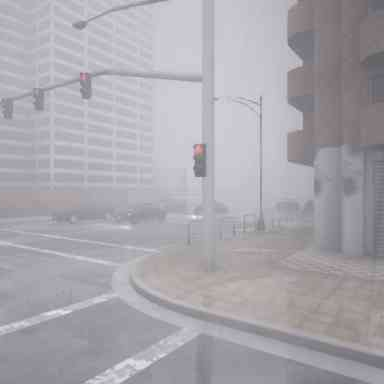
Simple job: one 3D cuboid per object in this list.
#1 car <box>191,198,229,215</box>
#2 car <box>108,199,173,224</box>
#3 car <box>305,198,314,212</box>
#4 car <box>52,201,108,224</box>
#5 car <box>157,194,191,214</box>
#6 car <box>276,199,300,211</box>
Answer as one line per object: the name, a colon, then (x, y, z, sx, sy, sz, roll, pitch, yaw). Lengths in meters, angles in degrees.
car: (1.933, 1.564, 33.209, 1.994, 1.385, 4.181, 0, 0, 36)
car: (-3.769, 1.526, 25.160, 1.812, 1.442, 4.674, 0, 0, 35)
car: (14.536, 1.505, 38.582, 1.837, 1.490, 4.892, 0, 0, 35)
car: (-8.070, 1.478, 25.175, 1.882, 1.535, 5.008, 0, 0, 35)
car: (-2.489, 1.352, 33.040, 2.097, 1.767, 4.553, 0, 0, 35)
car: (11.704, 1.526, 40.670, 1.812, 1.442, 4.674, 0, 0, 35)
